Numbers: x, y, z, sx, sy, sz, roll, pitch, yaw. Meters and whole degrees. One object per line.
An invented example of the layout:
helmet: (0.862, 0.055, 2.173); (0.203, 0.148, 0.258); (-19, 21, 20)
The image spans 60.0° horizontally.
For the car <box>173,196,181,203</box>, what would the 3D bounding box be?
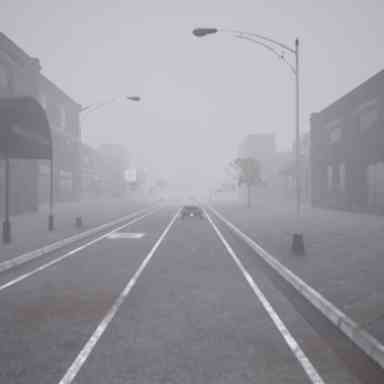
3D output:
car: (-3.036, 1.554, 70.476); (1.837, 1.490, 4.892); (0, -1, 0)

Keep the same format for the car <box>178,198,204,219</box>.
car: (0.005, 1.579, 29.401); (1.837, 1.490, 4.892); (0, 0, 1)

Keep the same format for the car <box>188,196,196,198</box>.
car: (-0.025, 1.508, 58.495); (2.033, 1.649, 4.856); (0, -2, 0)
